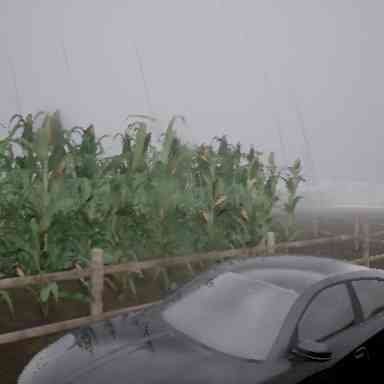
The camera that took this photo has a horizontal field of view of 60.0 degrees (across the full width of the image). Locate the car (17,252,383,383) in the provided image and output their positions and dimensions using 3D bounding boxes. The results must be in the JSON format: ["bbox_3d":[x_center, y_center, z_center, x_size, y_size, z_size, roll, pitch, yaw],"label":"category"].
[{"bbox_3d":[0.884,1.495,3.583,5.008,1.535,1.882,1,0,-36],"label":"car"}]
